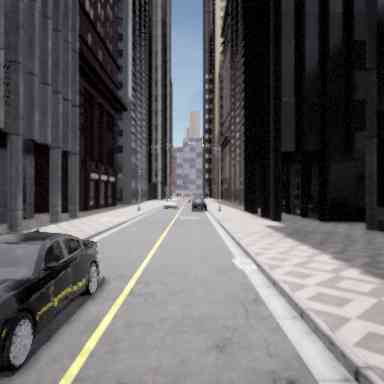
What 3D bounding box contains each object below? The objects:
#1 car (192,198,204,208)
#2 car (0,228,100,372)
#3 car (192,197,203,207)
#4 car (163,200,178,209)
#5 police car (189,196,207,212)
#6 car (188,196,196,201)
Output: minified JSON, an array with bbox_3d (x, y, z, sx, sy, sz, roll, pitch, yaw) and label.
[{"bbox_3d":[0.894,1.683,51.372,1.812,1.442,4.674,0,0,0],"label":"car"},{"bbox_3d":[-3.101,1.494,5.870,1.882,1.535,5.008,0,0,0],"label":"car"},{"bbox_3d":[0.892,1.686,57.372,1.837,1.490,4.892,0,0,0],"label":"car"},{"bbox_3d":[-3.082,1.745,48.103,1.895,1.301,4.718,0,0,0],"label":"car"},{"bbox_3d":[0.895,1.545,41.482,1.930,1.638,5.238,0,0,0],"label":"police car"},{"bbox_3d":[-0.011,1.765,92.151,1.994,1.385,4.181,0,0,0],"label":"car"}]
